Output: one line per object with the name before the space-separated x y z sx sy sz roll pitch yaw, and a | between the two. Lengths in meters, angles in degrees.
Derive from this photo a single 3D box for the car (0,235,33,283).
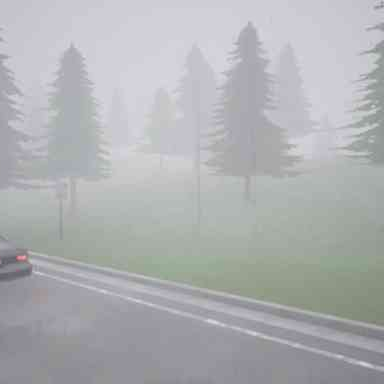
car | -6.234 1.558 8.649 5.357 1.411 2.033 0 0 37
